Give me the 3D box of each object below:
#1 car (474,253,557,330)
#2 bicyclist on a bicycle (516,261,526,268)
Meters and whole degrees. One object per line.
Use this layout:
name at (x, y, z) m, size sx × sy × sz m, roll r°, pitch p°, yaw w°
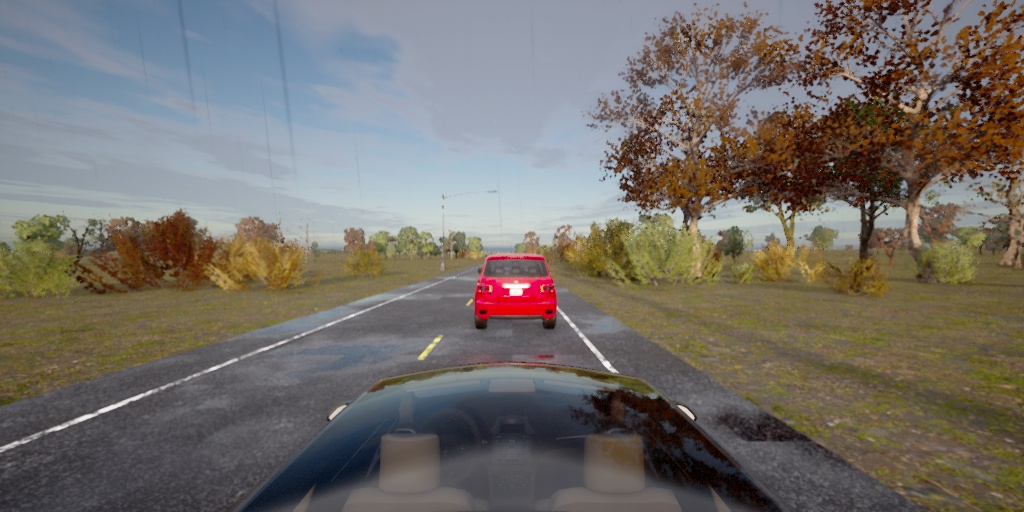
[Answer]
car at (0.073, 0.947, 11.237) m, size 2.150 × 2.045 × 5.566 m, roll 0°, pitch 0°, yaw -1°
bicyclist on a bicycle at (0.846, 1.050, 30.416) m, size 0.659 × 1.776 × 1.843 m, roll 0°, pitch 0°, yaw 0°
